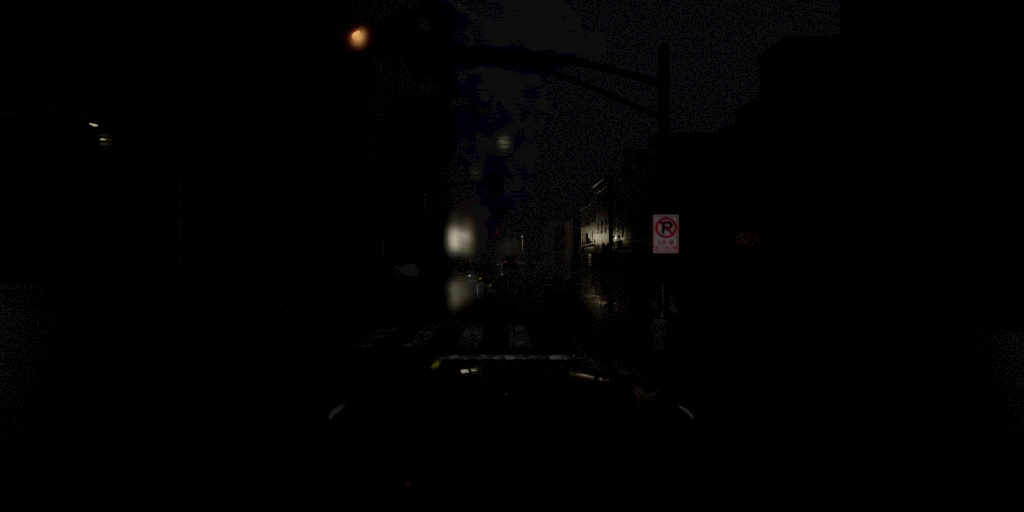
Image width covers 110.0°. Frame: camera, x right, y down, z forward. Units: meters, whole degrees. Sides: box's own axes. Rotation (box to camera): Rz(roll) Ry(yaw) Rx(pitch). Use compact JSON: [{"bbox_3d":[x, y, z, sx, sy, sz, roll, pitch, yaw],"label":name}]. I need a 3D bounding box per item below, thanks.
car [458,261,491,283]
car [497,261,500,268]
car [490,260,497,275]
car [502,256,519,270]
[{"bbox_3d":[-2.951,1.314,27.900,1.994,1.385,4.181,0,0,0],"label":"car"},{"bbox_3d":[-3.001,1.309,60.762,2.033,1.411,5.357,0,0,0],"label":"car"},{"bbox_3d":[-2.992,1.300,38.795,2.033,1.411,5.357,0,0,0],"label":"car"},{"bbox_3d":[-0.198,0.979,52.573,2.150,2.045,5.566,0,0,0],"label":"car"}]
